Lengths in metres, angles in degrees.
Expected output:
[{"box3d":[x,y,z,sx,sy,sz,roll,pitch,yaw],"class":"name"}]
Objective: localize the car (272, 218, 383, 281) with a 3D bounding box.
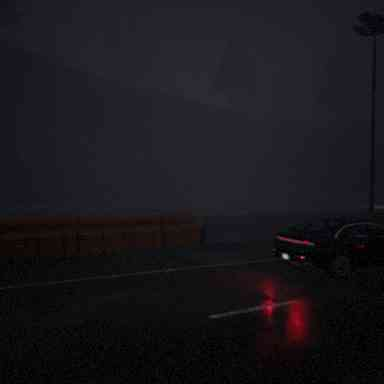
[{"box3d":[4.704,1.525,9.866,4.902,1.511,2.128,1,0,-24],"class":"car"}]
